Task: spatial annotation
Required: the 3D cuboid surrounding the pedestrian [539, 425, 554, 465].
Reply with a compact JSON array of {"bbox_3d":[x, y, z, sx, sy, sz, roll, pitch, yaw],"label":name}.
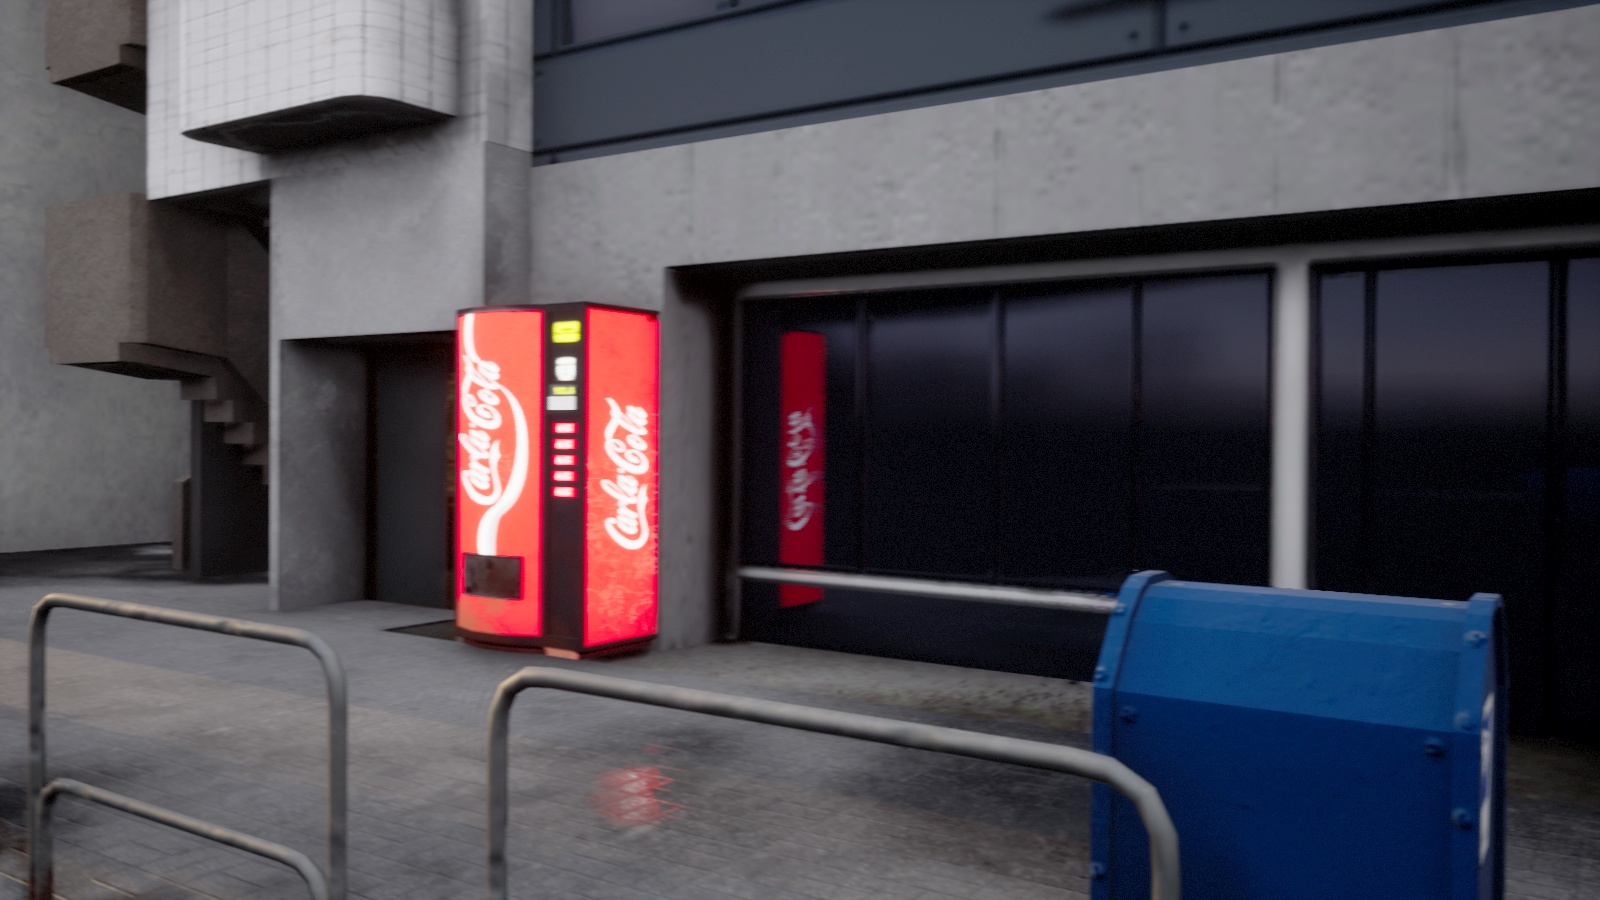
[{"bbox_3d":[-11.481,-0.231,56.869,0.594,1.836,0.345,-1,1,-29],"label":"pedestrian"}]
